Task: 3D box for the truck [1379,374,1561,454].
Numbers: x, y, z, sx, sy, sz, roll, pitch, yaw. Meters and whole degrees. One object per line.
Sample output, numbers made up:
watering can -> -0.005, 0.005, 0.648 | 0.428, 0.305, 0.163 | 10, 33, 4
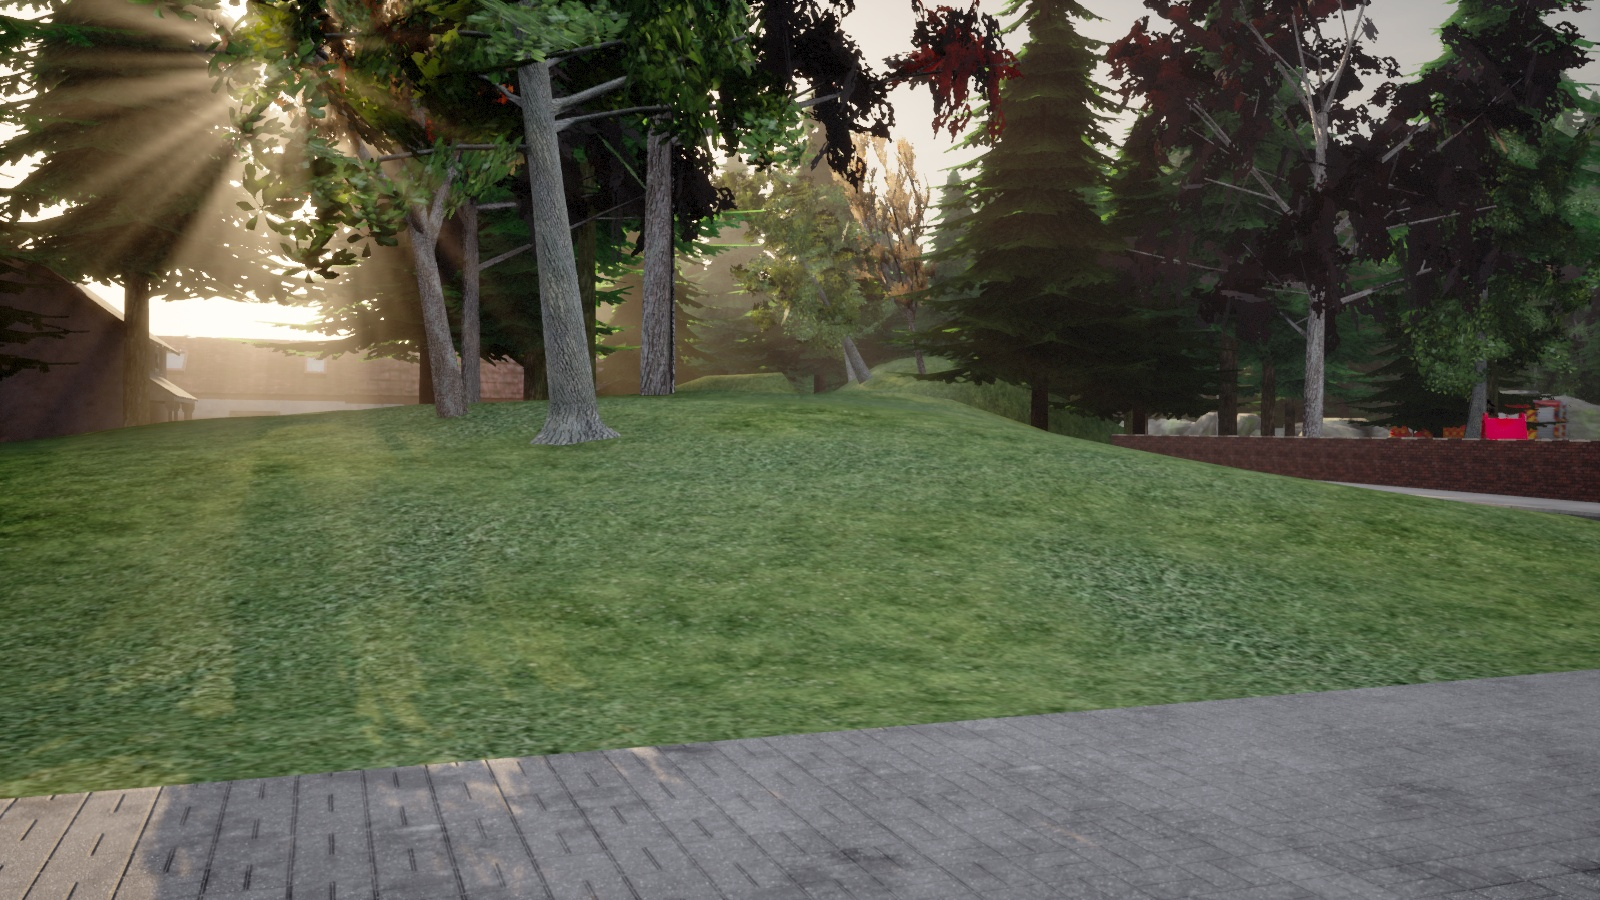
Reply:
truck -> 34.364, -1.793, 64.843 | 2.891, 3.827, 8.468 | -1, 1, -21
